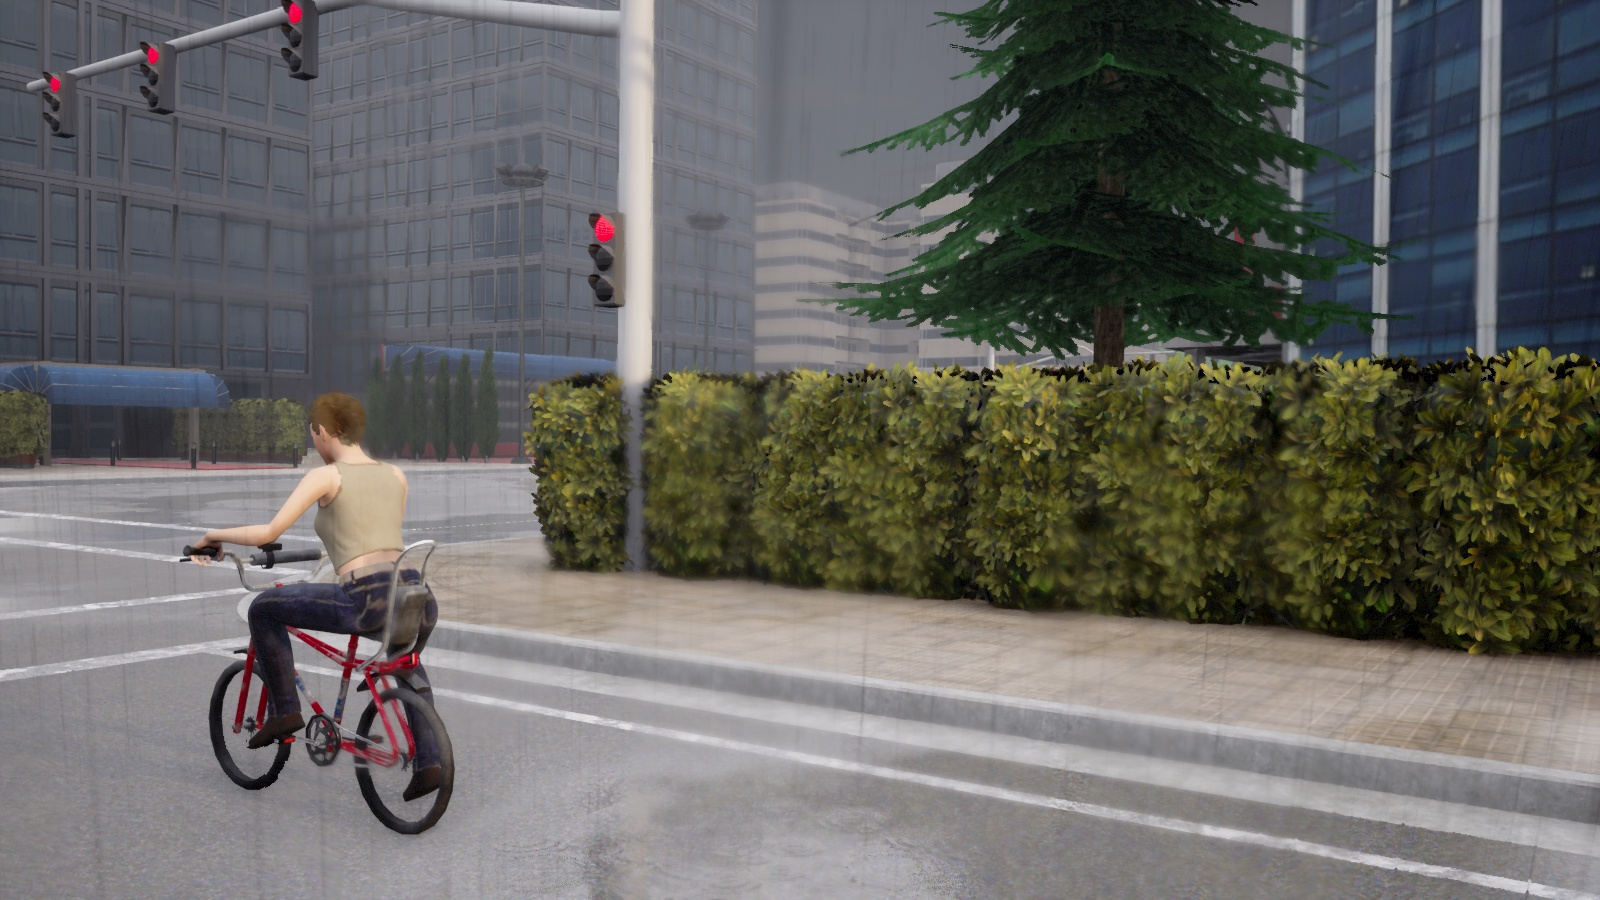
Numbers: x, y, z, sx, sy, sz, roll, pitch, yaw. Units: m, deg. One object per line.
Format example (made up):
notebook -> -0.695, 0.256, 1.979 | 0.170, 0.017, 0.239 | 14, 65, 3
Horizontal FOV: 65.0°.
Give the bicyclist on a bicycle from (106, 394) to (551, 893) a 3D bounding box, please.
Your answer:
bicyclist on a bicycle -> -1.824, 0.618, 4.828 | 1.509, 1.612, 0.866 | 0, 1, 34
